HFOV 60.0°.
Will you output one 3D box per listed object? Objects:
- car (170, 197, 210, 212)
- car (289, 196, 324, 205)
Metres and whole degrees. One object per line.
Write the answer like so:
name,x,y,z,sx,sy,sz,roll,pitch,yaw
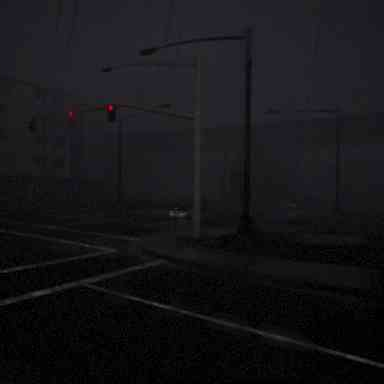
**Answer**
car,-0.089,1.262,35.316,2.033,1.411,5.357,1,1,34
car,17.856,1.328,51.876,5.357,1.411,2.033,1,1,-17
